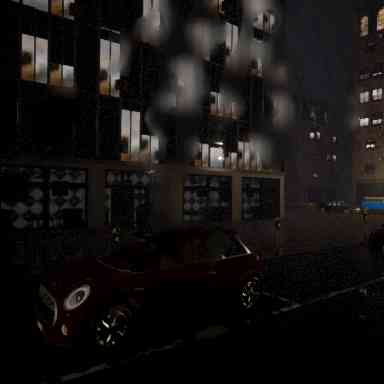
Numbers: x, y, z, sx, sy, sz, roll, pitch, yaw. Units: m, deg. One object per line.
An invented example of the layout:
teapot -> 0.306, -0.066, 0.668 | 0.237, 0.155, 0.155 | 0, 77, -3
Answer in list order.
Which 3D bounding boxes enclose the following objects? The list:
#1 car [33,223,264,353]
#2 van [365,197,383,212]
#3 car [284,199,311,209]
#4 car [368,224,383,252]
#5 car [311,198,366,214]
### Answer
car -> -0.636, 1.441, 6.091 | 4.097, 1.590, 1.967 | 0, 1, -35
van -> 22.168, 1.525, 39.619 | 1.690, 1.788, 3.998 | 0, -1, -35
car -> 15.739, 1.787, 48.873 | 1.752, 1.417, 4.829 | 0, -1, -35
car -> 8.440, 1.567, 12.566 | 4.313, 1.339, 1.947 | 0, 1, -35
car -> 15.282, 1.620, 34.841 | 2.008, 1.369, 4.403 | 0, -1, -35
